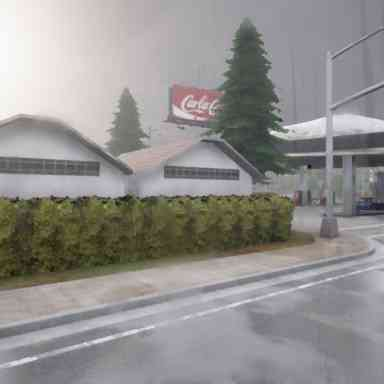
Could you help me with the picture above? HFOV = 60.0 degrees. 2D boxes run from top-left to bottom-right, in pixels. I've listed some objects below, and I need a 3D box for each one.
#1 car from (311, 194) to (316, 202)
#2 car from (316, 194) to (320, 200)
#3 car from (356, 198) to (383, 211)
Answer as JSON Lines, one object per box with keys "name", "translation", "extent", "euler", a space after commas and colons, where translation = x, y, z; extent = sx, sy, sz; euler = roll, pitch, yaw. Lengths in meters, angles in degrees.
{"name": "car", "translation": [21.417, 1.560, 65.303], "extent": [5.357, 1.411, 2.033], "euler": [0, 0, -36]}
{"name": "car", "translation": [32.520, 1.354, 89.270], "extent": [2.152, 1.636, 5.027], "euler": [0, 0, -36]}
{"name": "car", "translation": [21.460, 1.492, 39.774], "extent": [4.611, 1.667, 2.242], "euler": [0, 0, -36]}
